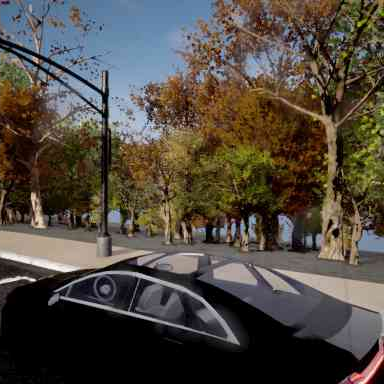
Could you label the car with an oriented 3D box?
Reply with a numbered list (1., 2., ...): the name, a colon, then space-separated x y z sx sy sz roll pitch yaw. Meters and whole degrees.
1. car: -0.408 1.491 3.985 4.902 1.511 2.128 0 0 36
